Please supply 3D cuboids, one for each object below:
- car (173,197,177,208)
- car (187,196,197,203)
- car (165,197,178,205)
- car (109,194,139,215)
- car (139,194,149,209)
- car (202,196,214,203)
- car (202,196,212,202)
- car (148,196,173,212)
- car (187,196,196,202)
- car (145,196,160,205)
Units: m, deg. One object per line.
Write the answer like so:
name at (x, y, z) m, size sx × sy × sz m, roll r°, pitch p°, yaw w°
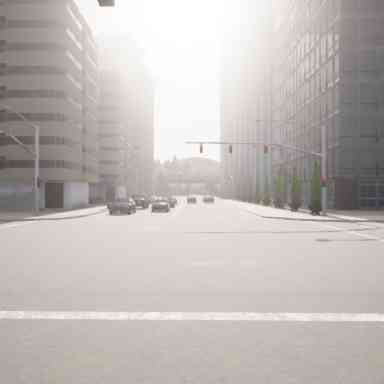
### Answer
car at (-3.627, 1.352, 48.167) m, size 2.097 × 1.767 × 4.553 m, roll 0°, pitch 0°, yaw 0°
car at (-0.042, 1.478, 66.686) m, size 1.882 × 1.535 × 5.008 m, roll 0°, pitch 0°, yaw 0°
car at (-3.612, 1.601, 59.073) m, size 1.895 × 1.301 × 4.718 m, roll 0°, pitch 0°, yaw 0°
car at (-7.122, 1.352, 34.465) m, size 2.097 × 1.767 × 4.553 m, roll 0°, pitch 0°, yaw 0°
car at (-7.127, 1.224, 44.652) m, size 2.150 × 2.045 × 5.566 m, roll 0°, pitch 0°, yaw 0°
car at (3.458, 1.505, 67.522) m, size 1.837 × 1.490 × 4.892 m, roll 0°, pitch 0°, yaw 0°
car at (3.452, 1.528, 76.190) m, size 1.994 × 1.385 × 4.181 m, roll 0°, pitch 0°, yaw 0°
car at (-3.625, 1.505, 38.963) m, size 1.837 × 1.490 × 4.892 m, roll 0°, pitch 0°, yaw 0°
car at (-0.048, 1.522, 76.014) m, size 1.994 × 1.385 × 4.181 m, roll 0°, pitch 0°, yaw 0°
car at (-7.109, 1.492, 60.808) m, size 2.128 × 1.511 × 4.902 m, roll 0°, pitch 0°, yaw 0°
